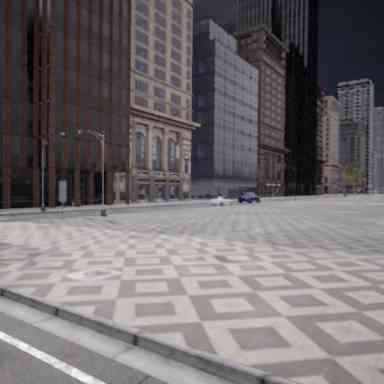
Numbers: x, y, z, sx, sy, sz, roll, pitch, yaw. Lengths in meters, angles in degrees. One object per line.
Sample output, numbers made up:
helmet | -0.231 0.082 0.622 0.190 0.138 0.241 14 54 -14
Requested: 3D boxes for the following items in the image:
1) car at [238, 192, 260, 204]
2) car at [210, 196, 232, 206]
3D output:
car | 10.157 1.053 59.231 2.150 2.045 5.566 1 1 35
car | 4.501 1.400 51.156 1.812 1.442 4.674 1 1 36
